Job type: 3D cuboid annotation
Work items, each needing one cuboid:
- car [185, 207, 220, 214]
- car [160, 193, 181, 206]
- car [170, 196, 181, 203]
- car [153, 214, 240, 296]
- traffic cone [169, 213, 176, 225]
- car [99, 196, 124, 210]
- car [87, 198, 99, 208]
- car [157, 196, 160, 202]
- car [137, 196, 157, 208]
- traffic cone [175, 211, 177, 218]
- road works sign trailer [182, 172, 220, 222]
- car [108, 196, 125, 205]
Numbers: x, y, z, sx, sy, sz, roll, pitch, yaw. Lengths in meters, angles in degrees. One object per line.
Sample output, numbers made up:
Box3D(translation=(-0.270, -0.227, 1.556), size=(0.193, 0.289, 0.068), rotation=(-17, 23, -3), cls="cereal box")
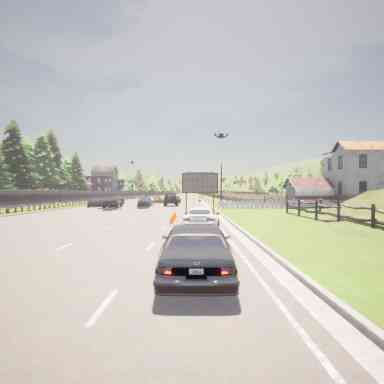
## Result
Box3D(translation=(0.531, 1.538, 18.436), size=(1.812, 1.442, 4.674), rotation=(0, -1, 6), cls="car")
Box3D(translation=(-3.334, 1.221, 53.319), size=(2.150, 2.045, 5.566), rotation=(0, 0, 0), cls="car")
Box3D(translation=(-3.315, 1.564, 68.534), size=(1.994, 1.385, 4.181), rotation=(0, 0, 0), cls="car")
Box3D(translation=(0.108, 1.547, 8.782), size=(2.033, 1.411, 5.357), rotation=(0, 0, 1), cls="car")
Box3D(translation=(-1.459, 1.955, 23.139), size=(0.340, 0.580, 0.340), rotation=(0, 0, 0), cls="traffic cone")
Box3D(translation=(-10.345, 1.502, 43.716), size=(1.837, 1.490, 4.892), rotation=(0, -1, 0), cls="car")
Box3D(translation=(-13.839, 1.564, 48.666), size=(1.994, 1.385, 4.181), rotation=(0, 0, 0), cls="car")
Box3D(translation=(-6.817, 1.478, 67.150), size=(1.882, 1.535, 5.008), rotation=(0, 0, 0), cls="car")
Box3D(translation=(-6.839, 1.547, 48.889), size=(2.033, 1.411, 5.357), rotation=(0, 0, 0), cls="car")
Box3D(translation=(-1.456, 1.955, 25.139), size=(0.340, 0.580, 0.340), rotation=(0, 0, 0), cls="traffic cone")
Box3D(translation=(0.514, 0.464, 22.050), size=(2.380, 3.560, 2.880), rotation=(0, 0, -4), cls="road works sign trailer")
Box3D(translation=(-13.824, 1.478, 61.122), size=(1.882, 1.535, 5.008), rotation=(0, 0, 0), cls="car")
